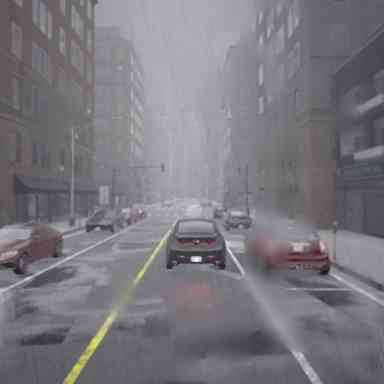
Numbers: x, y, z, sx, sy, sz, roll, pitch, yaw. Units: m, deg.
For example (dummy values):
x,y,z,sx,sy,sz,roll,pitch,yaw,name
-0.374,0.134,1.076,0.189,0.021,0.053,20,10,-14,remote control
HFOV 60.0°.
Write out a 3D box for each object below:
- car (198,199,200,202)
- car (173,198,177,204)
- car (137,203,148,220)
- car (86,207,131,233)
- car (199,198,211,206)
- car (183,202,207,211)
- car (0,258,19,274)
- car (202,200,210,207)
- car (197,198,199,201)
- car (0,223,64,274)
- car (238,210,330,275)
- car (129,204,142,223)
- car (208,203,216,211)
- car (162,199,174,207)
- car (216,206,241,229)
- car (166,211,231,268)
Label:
x,y,z,sx,sy,sz,roll,pitch,yaw,name
3.145,2.661,80.861,2.008,1.369,4.403,0,-1,0,car
-5.379,2.660,80.899,2.008,1.369,4.403,0,-1,0,car
-5.576,1.869,32.986,1.967,1.590,4.097,0,-1,0,car
-5.608,1.851,21.982,1.947,1.339,4.313,0,-1,0,car
3.093,2.389,70.046,1.967,1.590,4.097,0,-1,0,car
0.185,1.922,30.337,1.812,1.442,4.674,0,-1,0,car
-3.099,1.510,1.384,2.128,1.511,4.902,0,-1,0,car
3.120,2.557,75.624,1.752,1.417,4.829,0,-1,0,car
3.196,2.719,91.679,1.967,1.590,4.097,0,-1,0,car
-5.640,1.724,10.980,1.802,1.307,4.206,0,-1,0,car
2.885,1.583,10.957,1.967,1.590,4.097,0,-1,0,car
-5.592,1.939,27.483,1.802,1.307,4.206,0,-1,0,car
2.950,1.996,32.958,1.947,1.339,4.313,0,-1,0,car
-5.431,2.530,70.083,1.802,1.307,4.206,0,-1,0,car
2.917,1.837,21.957,2.008,1.369,4.403,0,-1,0,car
0.130,1.660,11.811,1.837,1.490,4.892,0,0,0,car
